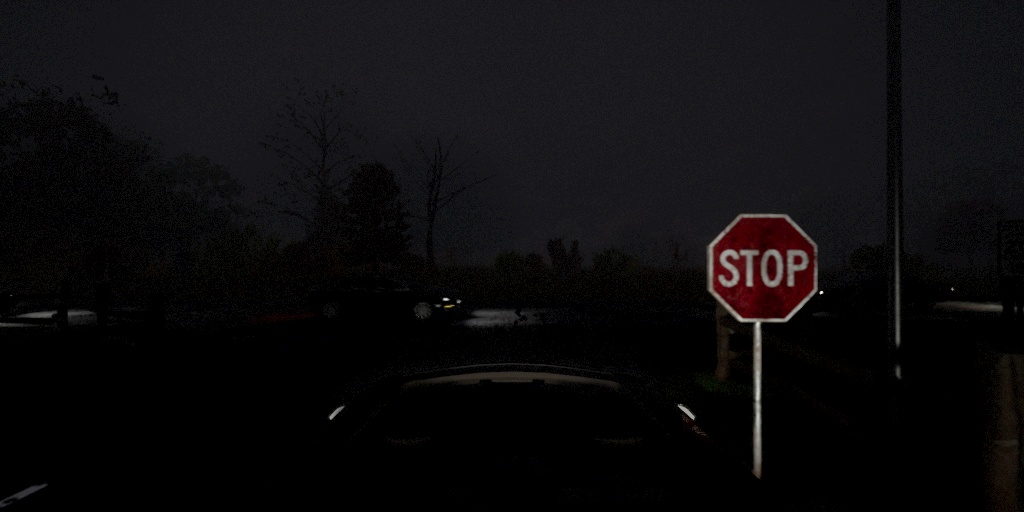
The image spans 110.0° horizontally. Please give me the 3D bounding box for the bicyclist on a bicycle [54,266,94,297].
[{"bbox_3d":[-22.355,1.328,18.315,0.582,1.620,1.656,0,0,1],"label":"bicyclist on a bicycle"}]

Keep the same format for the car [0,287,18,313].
[{"bbox_3d":[-20.184,1.345,12.308,4.892,1.490,1.837,-1,0,1],"label":"car"}]

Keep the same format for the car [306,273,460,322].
[{"bbox_3d":[-4.220,1.312,12.024,4.892,1.490,1.837,-1,0,1],"label":"car"}]

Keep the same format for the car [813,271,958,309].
[{"bbox_3d":[14.624,1.327,14.644,5.357,1.411,2.033,0,0,1],"label":"car"}]
